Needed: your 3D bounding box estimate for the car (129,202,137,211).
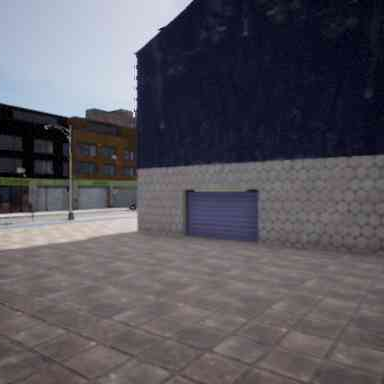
[{"bbox_3d":[-5.820,1.620,41.124,1.994,1.385,4.181,0,0,36],"label":"car"}]
